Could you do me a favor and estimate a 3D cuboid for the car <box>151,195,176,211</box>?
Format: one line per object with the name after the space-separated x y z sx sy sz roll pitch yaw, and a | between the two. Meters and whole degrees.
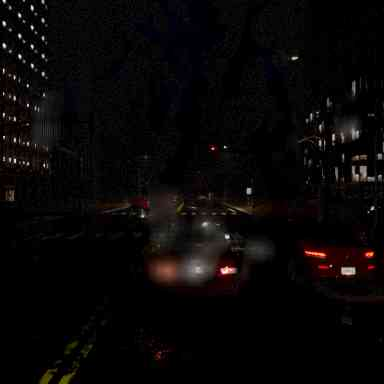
-3.396 1.320 40.576 2.097 1.767 4.553 0 0 0 | car

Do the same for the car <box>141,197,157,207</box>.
-6.662 1.471 52.119 1.812 1.442 4.674 0 0 0 | car

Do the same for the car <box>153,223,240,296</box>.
0.089 1.544 8.824 2.033 1.411 5.357 0 0 0 | car

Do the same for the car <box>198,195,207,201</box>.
2.542 1.393 82.803 1.812 1.442 4.674 0 0 -4 | car

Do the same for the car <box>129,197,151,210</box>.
-6.650 1.443 42.198 1.882 1.535 5.008 0 0 0 | car

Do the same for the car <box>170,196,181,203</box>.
-3.422 1.473 69.121 1.994 1.385 4.181 0 0 -1 | car

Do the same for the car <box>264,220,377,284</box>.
3.338 1.522 9.408 1.812 1.442 4.674 0 0 0 | car

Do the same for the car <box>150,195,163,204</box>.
-6.664 1.429 62.483 1.837 1.490 4.892 0 0 0 | car

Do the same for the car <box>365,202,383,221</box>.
16.990 1.280 26.660 5.566 2.045 2.150 0 0 3 | car

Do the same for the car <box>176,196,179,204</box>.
-3.405 1.456 49.468 1.837 1.490 4.892 0 0 0 | car
